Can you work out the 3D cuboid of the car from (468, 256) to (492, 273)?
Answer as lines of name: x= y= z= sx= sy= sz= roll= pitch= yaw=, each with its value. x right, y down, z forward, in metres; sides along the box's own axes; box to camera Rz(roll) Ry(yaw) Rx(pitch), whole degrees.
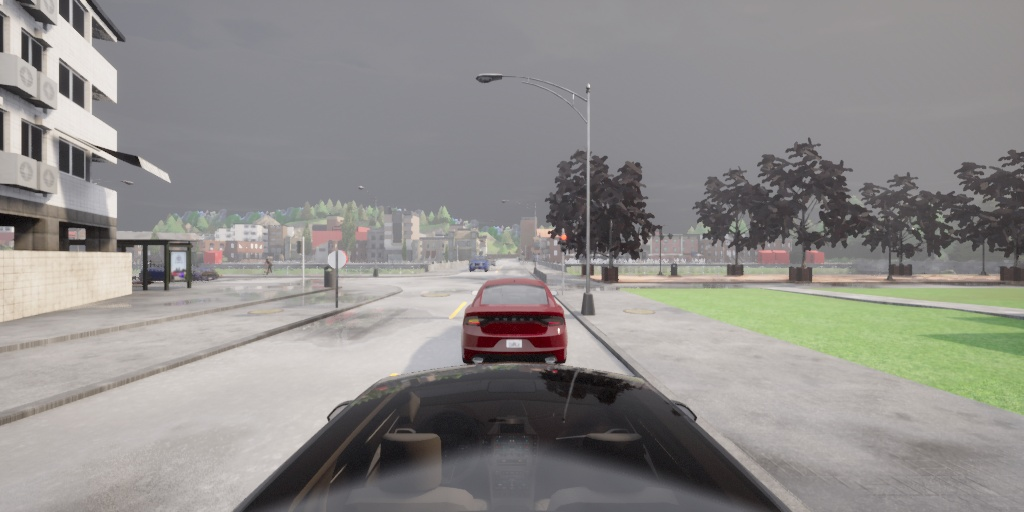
car: x=-4.094 y=0.971 z=44.905 sx=2.150 sy=2.045 sz=5.566 roll=0 pitch=0 yaw=0

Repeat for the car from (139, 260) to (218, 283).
car: x=-24.898 y=1.102 z=26.912 sx=4.553 sy=1.767 sz=2.097 roll=0 pitch=0 yaw=0

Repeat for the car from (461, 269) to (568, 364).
car: x=0.054 y=1.228 z=8.115 sx=1.882 sy=1.535 sz=5.008 roll=0 pitch=0 yaw=0

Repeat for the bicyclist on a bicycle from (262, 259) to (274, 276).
bicyclist on a bicycle: x=-24.021 y=1.099 z=35.307 sx=0.582 sy=1.620 sz=1.656 roll=0 pitch=0 yaw=0
